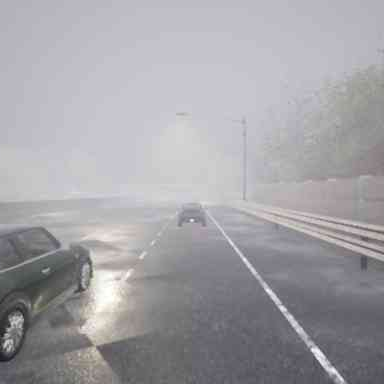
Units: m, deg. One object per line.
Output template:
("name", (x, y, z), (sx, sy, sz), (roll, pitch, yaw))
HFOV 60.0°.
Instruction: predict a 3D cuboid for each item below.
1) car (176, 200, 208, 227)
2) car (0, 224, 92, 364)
("car", (0.002, 1.525, 23.059), (1.837, 1.490, 4.892), (0, 0, 0))
("car", (-3.399, 1.354, 6.031), (2.097, 1.767, 4.553), (0, 0, 0))
